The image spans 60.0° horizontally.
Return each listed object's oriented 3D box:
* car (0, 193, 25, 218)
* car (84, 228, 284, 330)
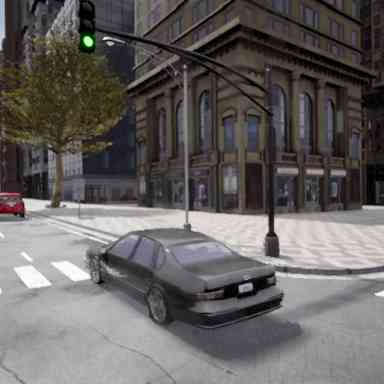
[{"bbox_3d":[-15.650,1.138,28.122,2.150,2.045,5.566,-1,1,-36],"label":"car"},{"bbox_3d":[-0.636,1.510,7.138,2.033,1.411,5.357,-1,1,-36],"label":"car"}]
